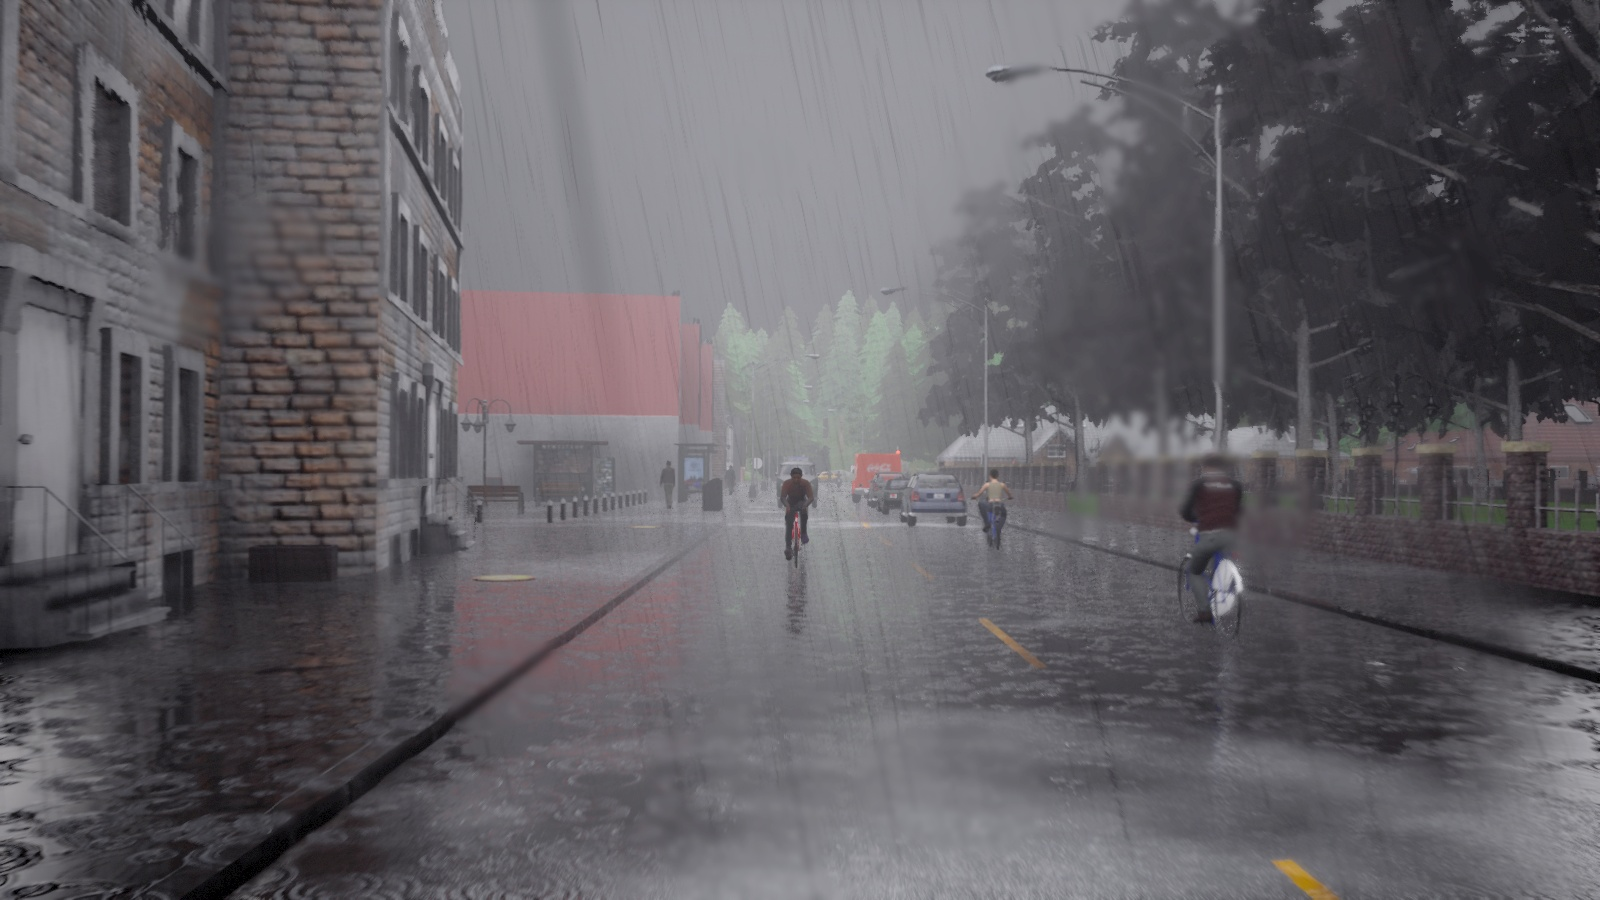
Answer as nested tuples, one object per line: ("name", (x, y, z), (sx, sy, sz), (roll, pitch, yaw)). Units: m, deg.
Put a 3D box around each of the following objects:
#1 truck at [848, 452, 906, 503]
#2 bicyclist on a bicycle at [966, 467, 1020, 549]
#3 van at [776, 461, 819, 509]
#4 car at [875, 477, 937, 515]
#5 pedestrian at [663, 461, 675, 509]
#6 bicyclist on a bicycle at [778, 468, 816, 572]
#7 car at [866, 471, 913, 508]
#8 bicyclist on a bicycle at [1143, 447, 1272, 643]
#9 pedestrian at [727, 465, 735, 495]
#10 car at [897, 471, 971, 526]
("truck", (3.886, 1.385, 64.089), (2.627, 2.467, 5.204), (0, -1, 0))
("bicyclist on a bicycle", (3.932, 1.165, 25.637), (0.866, 1.612, 1.509), (0, -1, 0))
("van", (-0.104, 1.475, 54.207), (1.775, 1.987, 4.442), (0, -1, 0))
("car", (3.905, 1.683, 46.799), (1.895, 1.301, 4.718), (0, -1, 0))
("pedestrian", (-5.067, 1.358, 48.608), (0.431, 1.840, 0.703), (0, -1, -5))
("bicyclist on a bicycle", (-0.050, 1.111, 20.522), (0.582, 1.620, 1.656), (0, -1, 0))
("car", (3.897, 1.704, 55.323), (1.789, 1.549, 3.705), (0, -1, 0))
("bicyclist on a bicycle", (3.969, 0.876, 12.374), (0.659, 1.776, 1.843), (0, -1, 0))
("pedestrian", (-4.144, 1.807, 75.609), (0.402, 1.842, 0.726), (0, -1, 5))
("car", (3.914, 1.401, 37.239), (1.789, 1.549, 3.705), (0, -1, 0))
